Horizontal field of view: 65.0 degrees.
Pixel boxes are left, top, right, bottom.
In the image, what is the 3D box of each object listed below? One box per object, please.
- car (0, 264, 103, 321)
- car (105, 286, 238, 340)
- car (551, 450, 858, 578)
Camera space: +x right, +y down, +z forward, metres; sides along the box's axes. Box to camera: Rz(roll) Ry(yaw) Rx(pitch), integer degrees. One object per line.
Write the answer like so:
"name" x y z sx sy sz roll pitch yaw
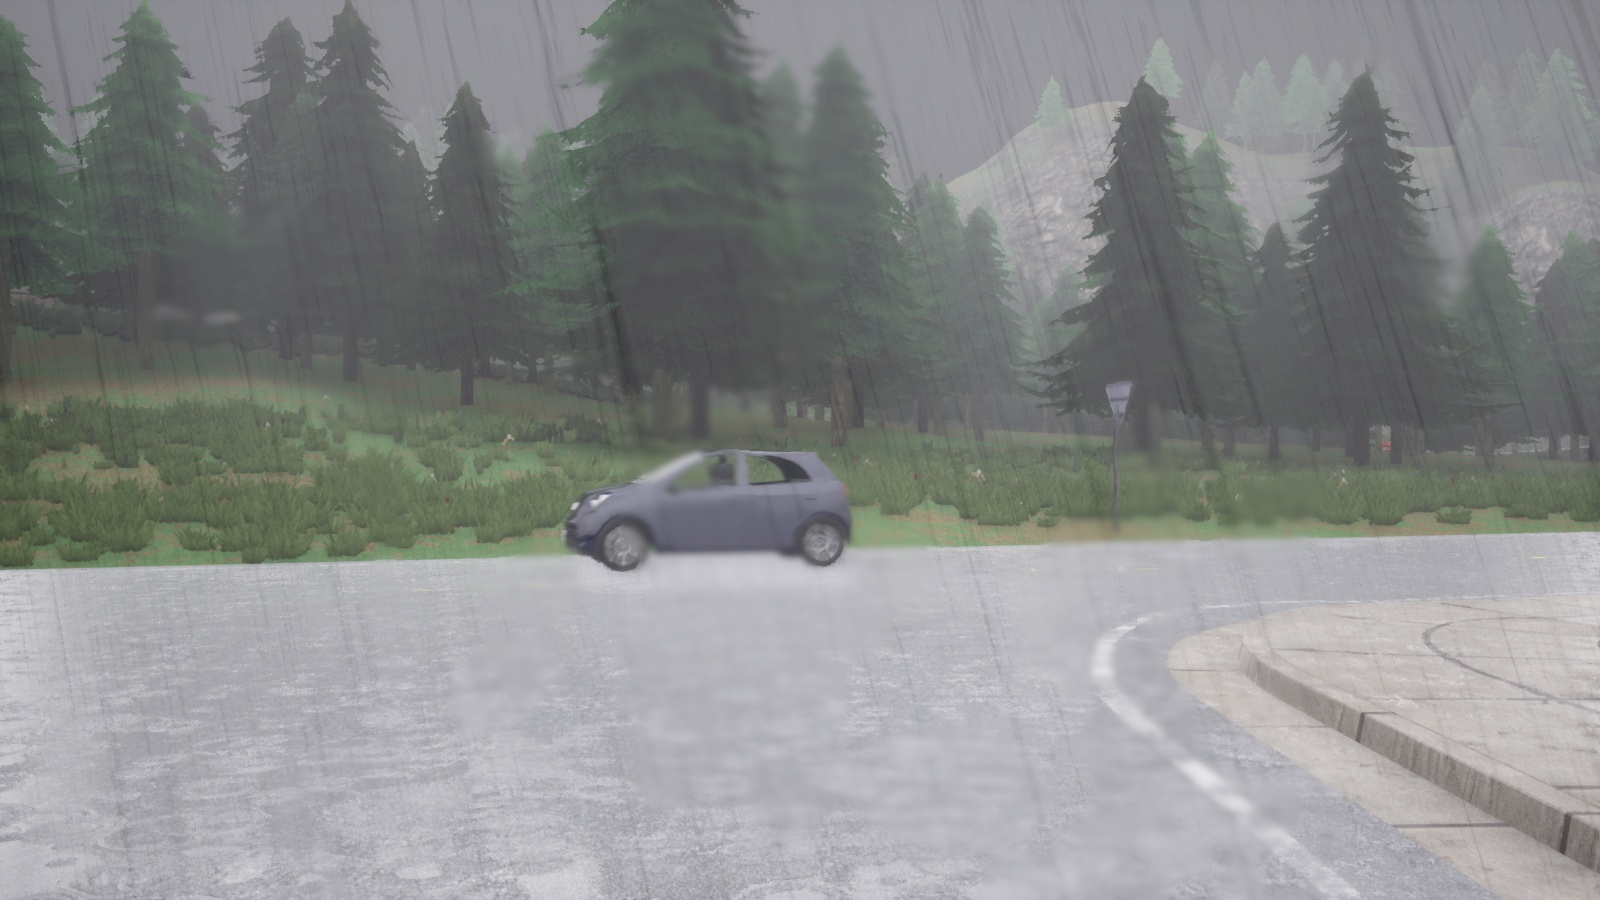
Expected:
"car" -31.942 -6.619 52.690 4.605 1.855 1.932 3 -1 -29
"car" -29.259 -6.331 58.539 5.027 1.651 2.152 6 -4 -43
"car" -1.270 0.765 16.120 3.633 1.501 1.845 0 -1 -16
